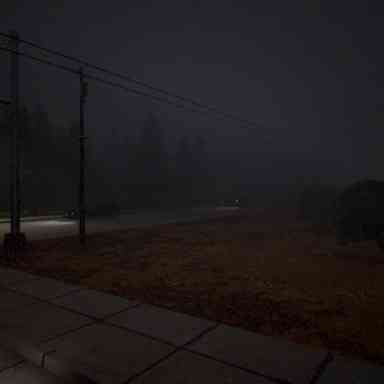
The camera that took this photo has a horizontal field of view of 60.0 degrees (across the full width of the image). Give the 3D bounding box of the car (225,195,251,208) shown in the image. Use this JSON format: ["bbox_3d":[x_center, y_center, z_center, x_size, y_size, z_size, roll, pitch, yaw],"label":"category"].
[{"bbox_3d":[6.537,1.213,46.810,2.097,1.767,4.553,0,0,37],"label":"car"}]

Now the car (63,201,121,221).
[{"bbox_3d":[-8.075,1.497,27.185,1.837,1.490,4.892,0,0,37],"label":"car"}]
